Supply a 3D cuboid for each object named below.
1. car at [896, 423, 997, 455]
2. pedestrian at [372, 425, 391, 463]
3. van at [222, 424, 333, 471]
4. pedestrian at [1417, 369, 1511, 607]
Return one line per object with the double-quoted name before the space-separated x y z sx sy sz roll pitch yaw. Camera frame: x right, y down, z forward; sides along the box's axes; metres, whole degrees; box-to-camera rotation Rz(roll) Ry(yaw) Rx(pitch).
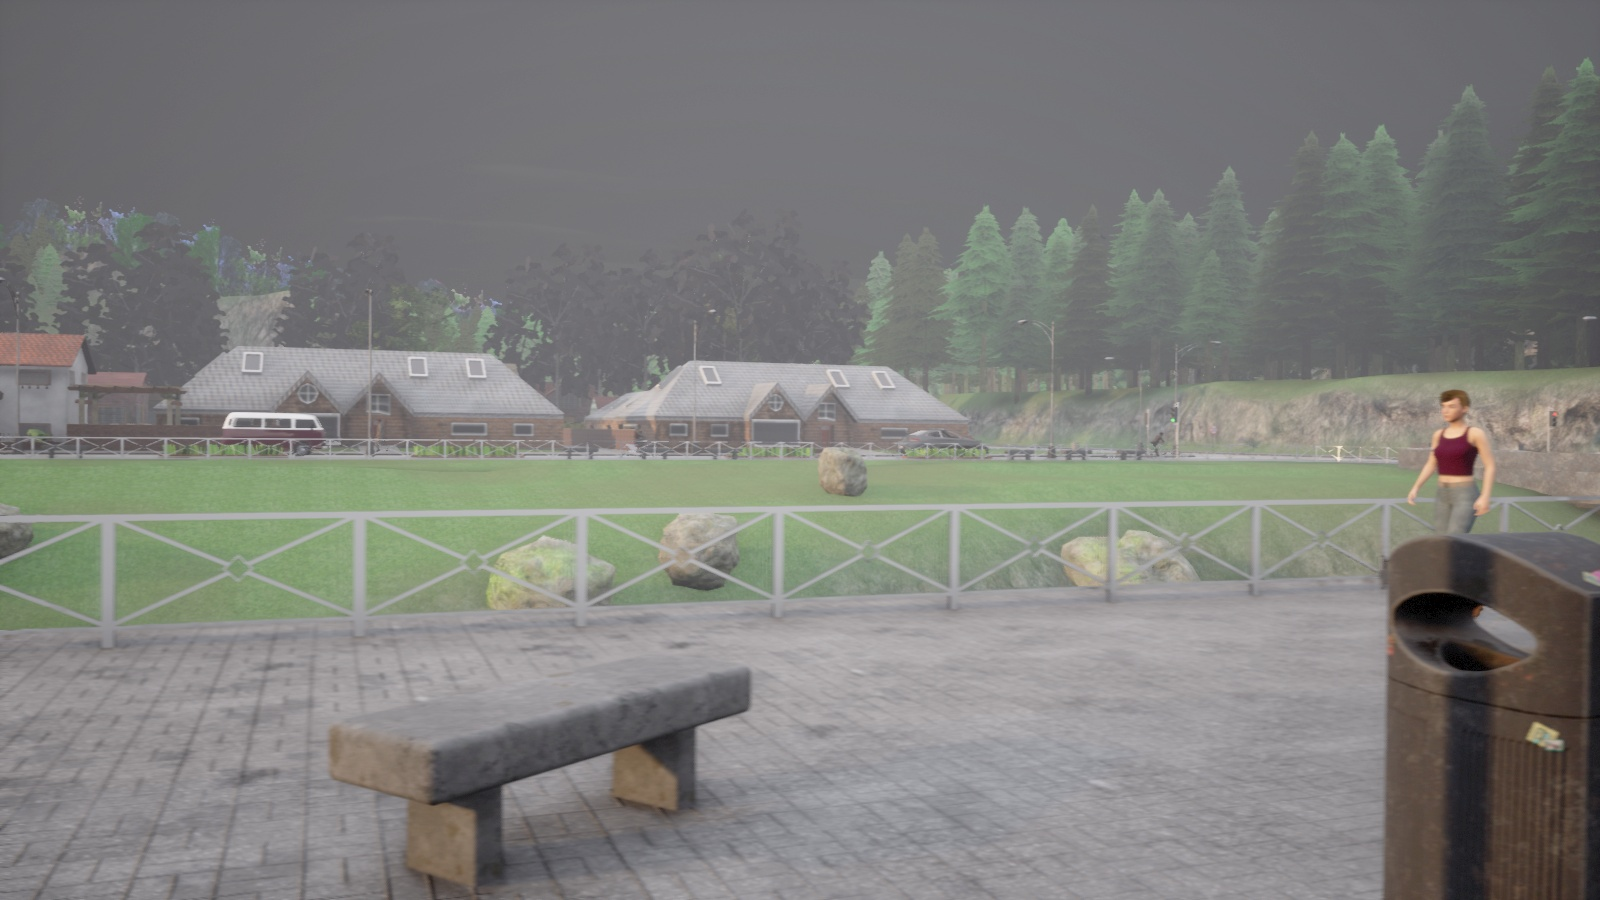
"car" 7.958 -0.623 68.459 5.027 1.651 2.152 -1 1 -21
"pedestrian" -22.072 -0.331 66.222 0.873 1.952 0.659 -1 1 -21
"van" -23.460 -0.145 56.539 4.480 2.038 2.069 -1 1 -21
"pedestrian" 5.261 0.289 9.957 0.594 1.836 0.345 -1 1 -20
